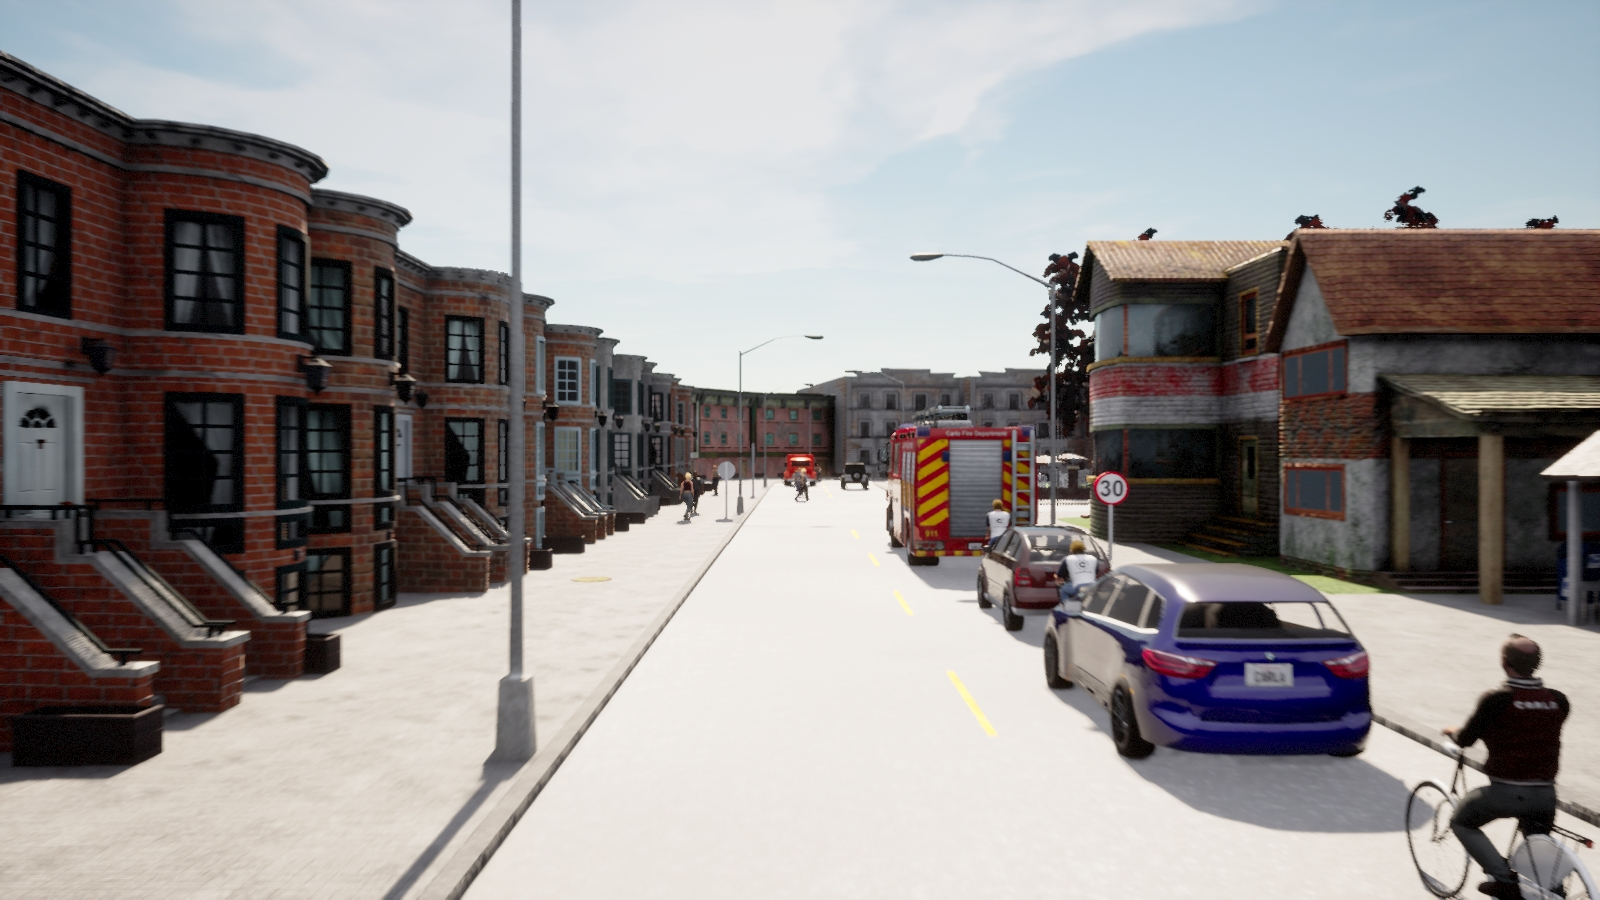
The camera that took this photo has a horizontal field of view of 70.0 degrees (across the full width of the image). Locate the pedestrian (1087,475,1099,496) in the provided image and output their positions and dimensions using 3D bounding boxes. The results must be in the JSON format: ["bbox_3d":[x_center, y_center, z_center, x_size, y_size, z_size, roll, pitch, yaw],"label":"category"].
[{"bbox_3d":[15.639,1.896,61.052,0.500,1.100,0.500,0,0,1],"label":"pedestrian"}]

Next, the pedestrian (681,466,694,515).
[{"bbox_3d":[-4.251,1.523,43.063,0.375,1.860,0.375,0,0,18],"label":"pedestrian"}]

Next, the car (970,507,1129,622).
[{"bbox_3d":[4.002,1.800,18.907,1.789,1.549,3.705,0,0,0],"label":"car"}]

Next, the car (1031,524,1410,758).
[{"bbox_3d":[3.999,1.747,11.896,2.242,1.667,4.611,0,0,0],"label":"car"}]

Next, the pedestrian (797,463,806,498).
[{"bbox_3d":[0.080,1.628,61.747,0.375,1.860,0.375,0,0,-16],"label":"pedestrian"}]

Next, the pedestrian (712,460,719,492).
[{"bbox_3d":[-5.004,1.524,67.693,0.375,1.860,0.375,0,0,2],"label":"pedestrian"}]

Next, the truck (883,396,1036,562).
[{"bbox_3d":[3.989,0.671,30.566,2.891,3.827,8.468,0,0,0],"label":"truck"}]

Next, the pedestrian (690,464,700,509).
[{"bbox_3d":[-4.387,1.524,47.741,0.375,1.860,0.375,0,0,-17],"label":"pedestrian"}]

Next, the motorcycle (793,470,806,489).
[{"bbox_3d":[-0.033,1.962,76.914,0.856,1.236,1.805,0,0,0],"label":"motorcycle"}]

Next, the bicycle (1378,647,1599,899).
[{"bbox_3d":[3.992,1.940,6.645,0.329,1.271,1.835,0,0,0],"label":"bicycle"}]

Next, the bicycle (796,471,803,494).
[{"bbox_3d":[-0.029,1.936,67.454,0.373,1.296,1.643,0,0,0],"label":"bicycle"}]

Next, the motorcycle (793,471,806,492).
[{"bbox_3d":[-0.033,1.962,71.734,0.856,1.236,1.805,0,0,0],"label":"motorcycle"}]
